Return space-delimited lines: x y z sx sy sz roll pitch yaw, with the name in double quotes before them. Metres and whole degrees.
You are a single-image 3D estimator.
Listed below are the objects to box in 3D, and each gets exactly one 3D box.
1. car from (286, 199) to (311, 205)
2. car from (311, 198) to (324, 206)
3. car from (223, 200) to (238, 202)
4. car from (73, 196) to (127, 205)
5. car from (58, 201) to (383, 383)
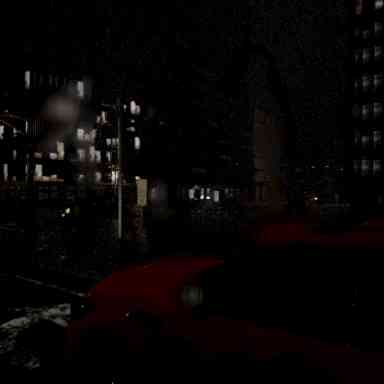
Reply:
"car" 16.489 1.813 52.514 2.033 1.411 5.357 1 0 37
"car" 22.636 1.802 60.756 2.128 1.511 4.902 1 0 36
"car" 4.696 1.700 42.020 1.812 1.442 4.674 1 0 36
"car" -7.409 1.305 25.757 2.150 2.045 5.566 1 0 39
"car" 1.352 1.226 2.721 5.566 2.045 2.150 1 0 36
